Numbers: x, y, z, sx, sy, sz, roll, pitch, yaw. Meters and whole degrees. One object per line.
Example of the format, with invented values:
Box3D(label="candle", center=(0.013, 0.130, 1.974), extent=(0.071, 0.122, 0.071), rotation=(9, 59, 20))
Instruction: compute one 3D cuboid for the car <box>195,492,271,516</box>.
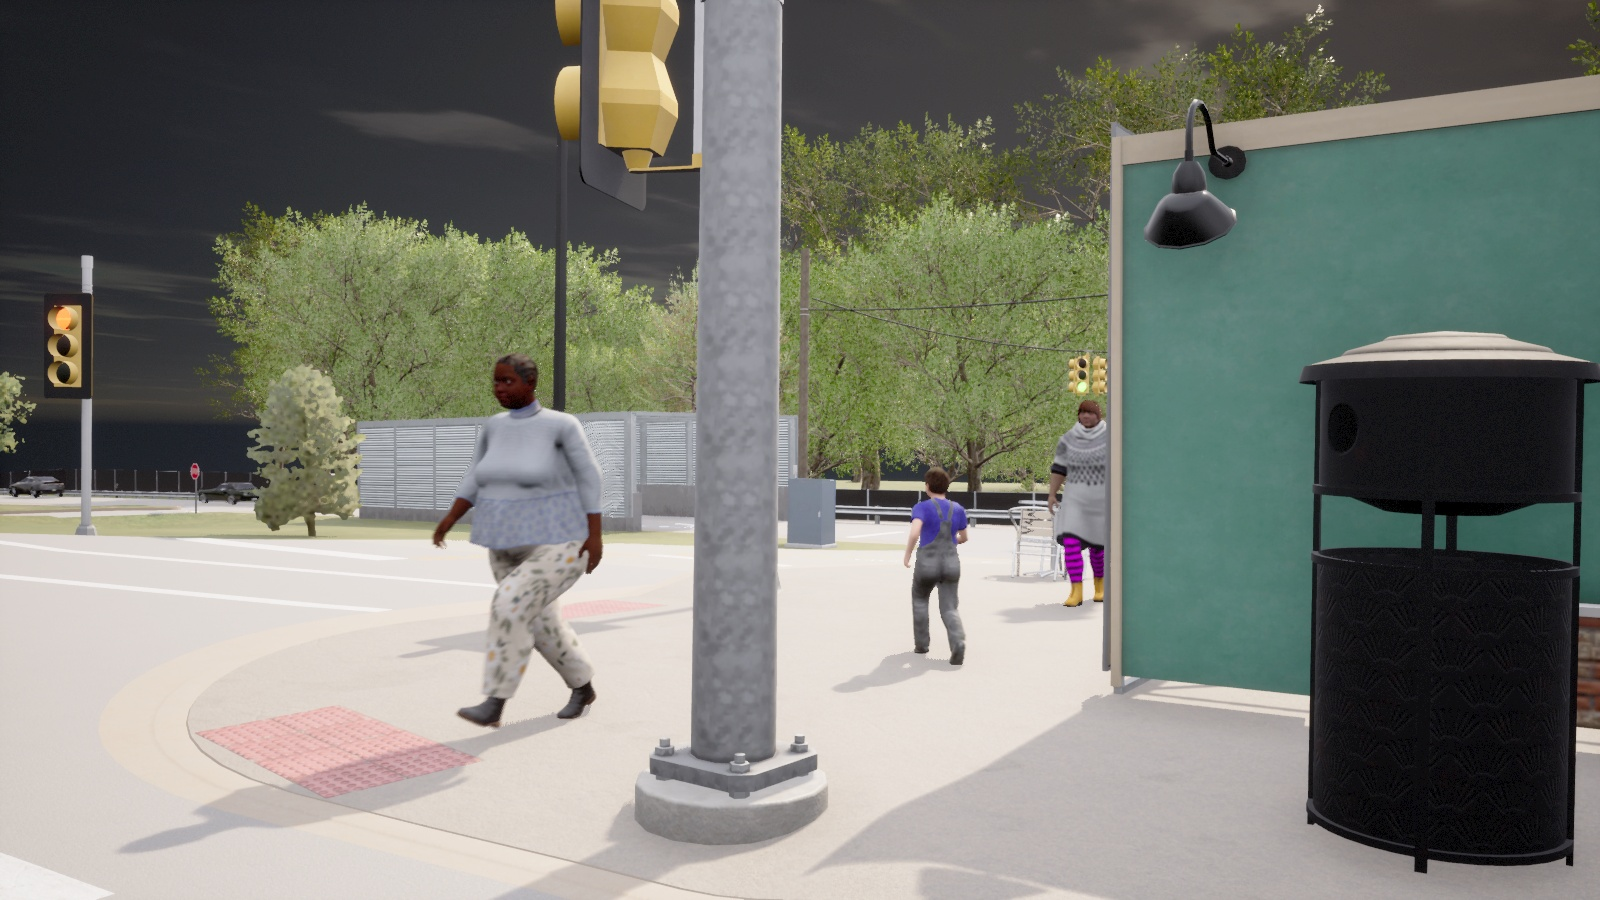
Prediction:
Box3D(label="car", center=(-34.117, 3.233, 75.500), extent=(4.718, 1.301, 1.895), rotation=(-1, 0, 33))

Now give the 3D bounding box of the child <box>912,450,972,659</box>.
Box3D(label="child", center=(0.883, 0.638, 7.863), extent=(0.270, 1.263, 0.437), rotation=(0, 1, -8))

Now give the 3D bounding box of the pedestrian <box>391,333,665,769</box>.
Box3D(label="pedestrian", center=(-1.277, 0.424, 5.961), extent=(0.874, 1.855, 0.900), rotation=(0, 1, 34))

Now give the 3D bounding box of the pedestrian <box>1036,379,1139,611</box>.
Box3D(label="pedestrian", center=(2.554, 0.371, 11.112), extent=(0.659, 1.952, 0.873), rotation=(0, 1, 30))
